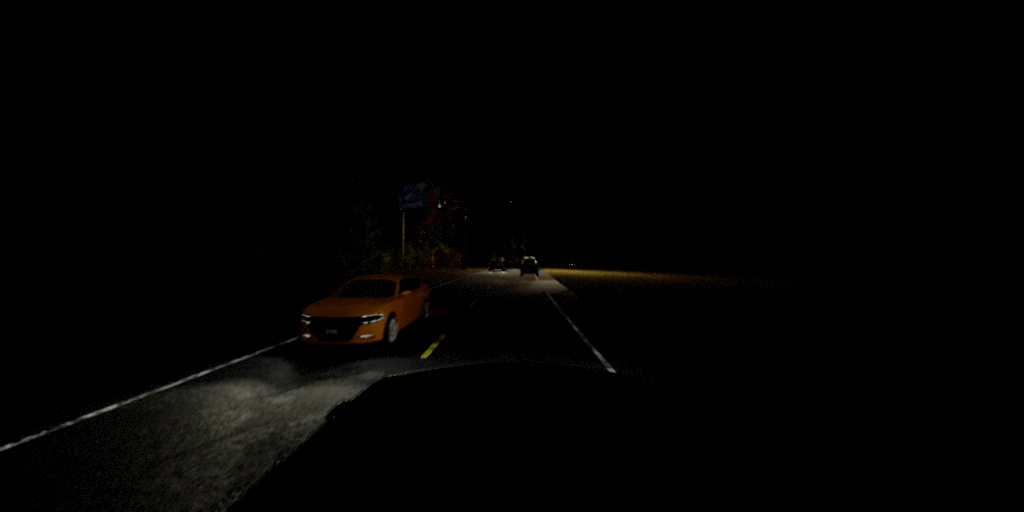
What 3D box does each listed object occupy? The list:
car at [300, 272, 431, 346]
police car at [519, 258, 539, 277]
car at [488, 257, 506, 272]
[{"bbox_3d":[-3.557,1.233,9.616,1.882,1.535,5.008,0,0,1],"label":"car"},{"bbox_3d":[1.812,1.266,37.742,1.930,1.638,5.238,0,0,3],"label":"police car"},{"bbox_3d":[-2.067,1.134,51.239,2.150,2.045,5.566,0,0,4],"label":"car"}]
